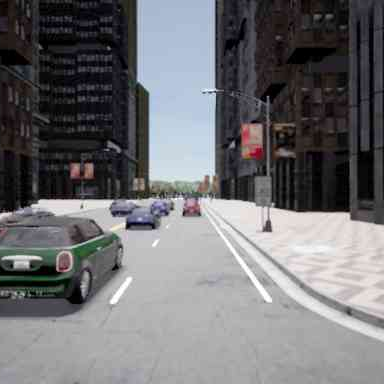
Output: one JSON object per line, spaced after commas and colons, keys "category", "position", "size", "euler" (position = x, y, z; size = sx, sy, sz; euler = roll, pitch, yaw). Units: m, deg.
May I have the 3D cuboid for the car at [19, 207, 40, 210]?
{"category": "car", "position": [-9.867, 1.632, 20.407], "size": [1.994, 1.385, 4.181], "euler": [0, 0, 0]}

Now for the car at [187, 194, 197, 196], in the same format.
{"category": "car", "position": [-0.049, 1.382, 53.823], "size": [2.150, 2.045, 5.566], "euler": [0, 0, 0]}

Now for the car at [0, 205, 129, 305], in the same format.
{"category": "car", "position": [-3.160, 1.383, 8.350], "size": [2.097, 1.767, 4.553], "euler": [0, 0, 1]}

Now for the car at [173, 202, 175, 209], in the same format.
{"category": "car", "position": [-3.290, 1.681, 44.070], "size": [2.033, 1.411, 5.357], "euler": [0, 0, 0]}

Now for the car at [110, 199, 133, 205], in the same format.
{"category": "car", "position": [-6.611, 1.650, 33.014], "size": [2.033, 1.411, 5.357], "euler": [0, 0, 0]}

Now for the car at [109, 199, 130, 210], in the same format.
{"category": "car", "position": [-9.815, 1.662, 45.307], "size": [1.812, 1.442, 4.674], "euler": [0, 0, 0]}

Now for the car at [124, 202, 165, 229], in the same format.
{"category": "car", "position": [-3.177, 1.638, 22.445], "size": [1.994, 1.385, 4.181], "euler": [0, 0, 0]}

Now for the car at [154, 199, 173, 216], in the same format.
{"category": "car", "position": [-3.281, 1.632, 33.970], "size": [1.812, 1.442, 4.674], "euler": [0, 0, 0]}

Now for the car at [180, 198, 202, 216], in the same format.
{"category": "car", "position": [-0.031, 1.631, 33.557], "size": [1.812, 1.442, 4.674], "euler": [0, 0, 0]}

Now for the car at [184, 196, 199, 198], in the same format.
{"category": "car", "position": [-0.040, 1.611, 43.750], "size": [1.882, 1.535, 5.008], "euler": [0, 0, 0]}
